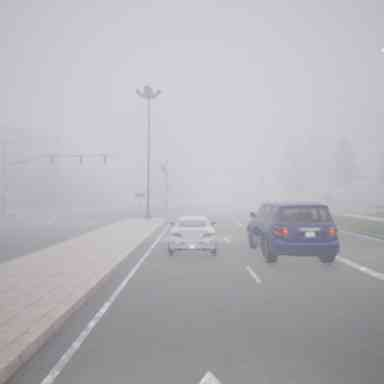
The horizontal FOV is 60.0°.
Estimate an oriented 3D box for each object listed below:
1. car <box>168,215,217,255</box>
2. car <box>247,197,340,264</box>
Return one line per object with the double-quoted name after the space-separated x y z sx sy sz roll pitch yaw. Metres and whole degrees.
0.035 1.679 13.872 1.812 1.442 4.674 0 0 1 "car"
3.517 1.364 12.546 2.150 2.045 5.566 0 0 0 "car"
